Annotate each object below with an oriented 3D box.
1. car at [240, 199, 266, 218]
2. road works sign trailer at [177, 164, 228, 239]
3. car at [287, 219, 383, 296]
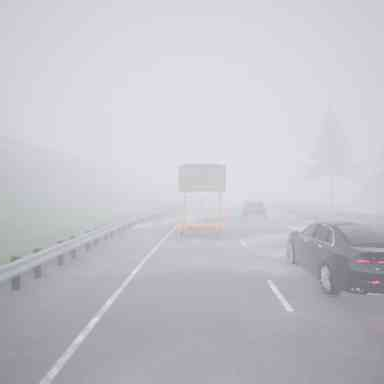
[{"bbox_3d":[5.230,1.341,28.501,2.128,1.511,4.902,0,0,6],"label":"car"},{"bbox_3d":[0.526,0.372,16.876,2.380,3.560,2.880,0,0,5],"label":"road works sign trailer"},{"bbox_3d":[3.818,1.461,8.496,1.837,1.490,4.892,0,0,2],"label":"car"}]
